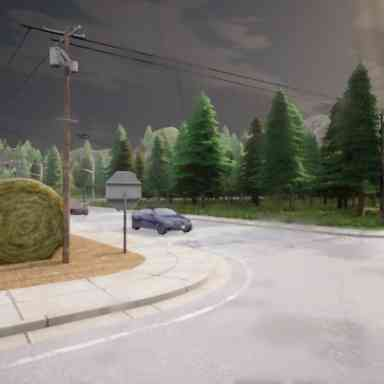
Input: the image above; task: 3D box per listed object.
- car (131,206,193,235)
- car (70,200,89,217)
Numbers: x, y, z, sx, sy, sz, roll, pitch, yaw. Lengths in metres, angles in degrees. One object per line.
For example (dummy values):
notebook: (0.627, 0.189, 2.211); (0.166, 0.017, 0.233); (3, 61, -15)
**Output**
car: (-1.900, 1.566, 19.296); (1.812, 1.442, 4.674); (0, 0, -38)
car: (-11.348, 1.517, 31.284); (1.882, 1.535, 5.008); (0, 0, -38)
